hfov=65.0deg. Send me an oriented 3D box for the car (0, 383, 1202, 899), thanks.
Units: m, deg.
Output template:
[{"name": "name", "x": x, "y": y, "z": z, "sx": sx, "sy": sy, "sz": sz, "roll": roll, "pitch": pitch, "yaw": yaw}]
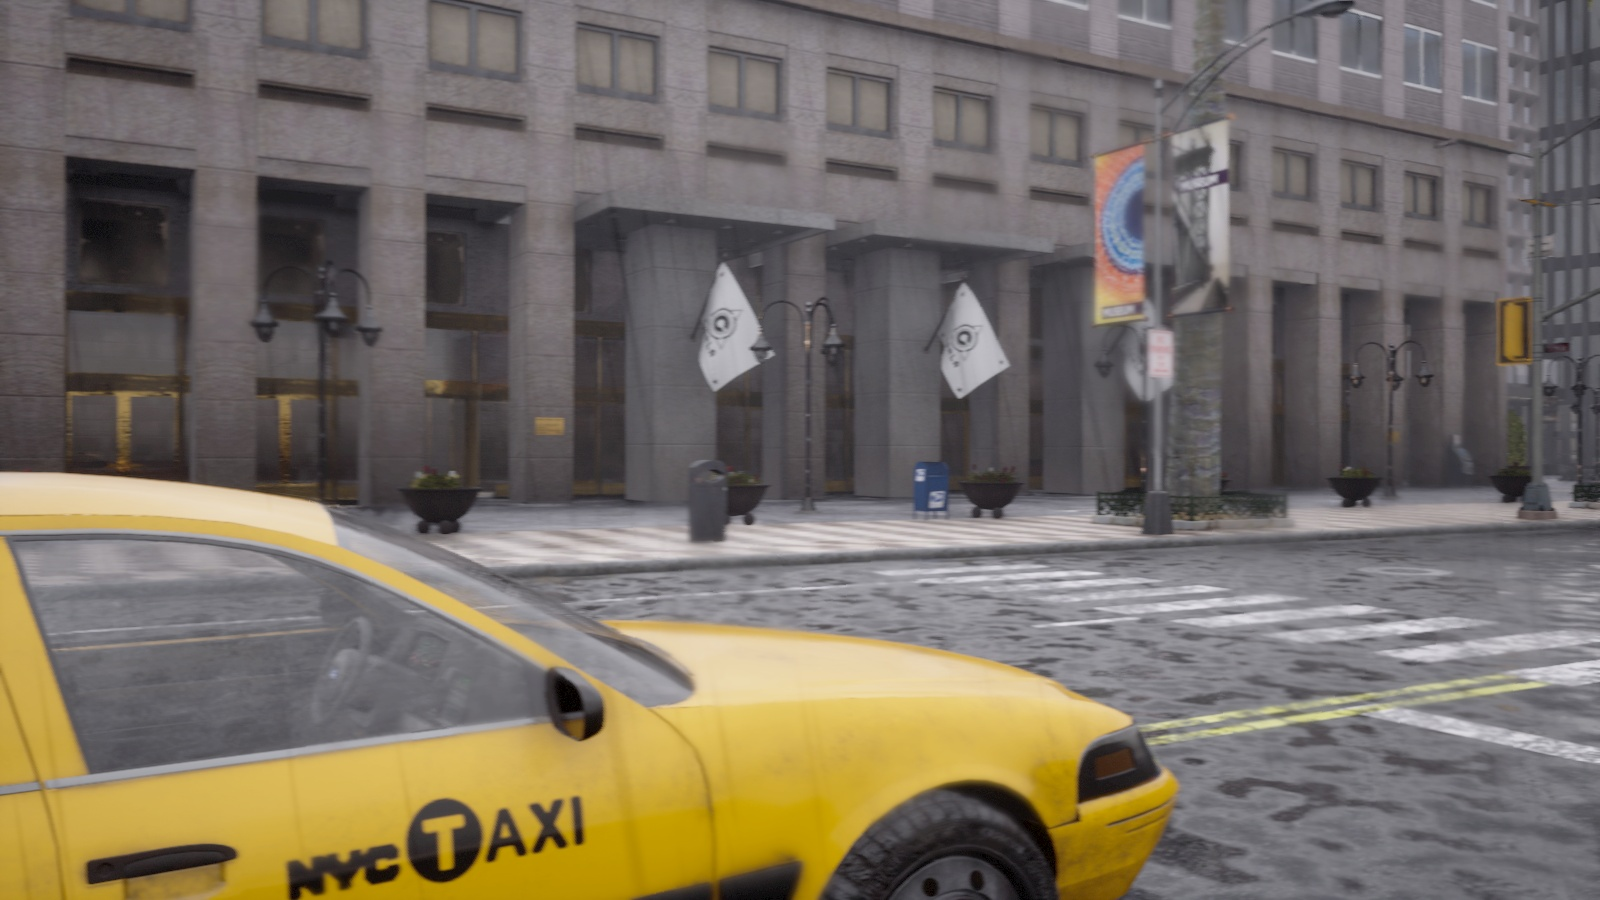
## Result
[{"name": "car", "x": -1.677, "y": 0.694, "z": 2.529, "sx": 5.366, "sy": 1.575, "sz": 1.801, "roll": 0, "pitch": 0, "yaw": -34}]
